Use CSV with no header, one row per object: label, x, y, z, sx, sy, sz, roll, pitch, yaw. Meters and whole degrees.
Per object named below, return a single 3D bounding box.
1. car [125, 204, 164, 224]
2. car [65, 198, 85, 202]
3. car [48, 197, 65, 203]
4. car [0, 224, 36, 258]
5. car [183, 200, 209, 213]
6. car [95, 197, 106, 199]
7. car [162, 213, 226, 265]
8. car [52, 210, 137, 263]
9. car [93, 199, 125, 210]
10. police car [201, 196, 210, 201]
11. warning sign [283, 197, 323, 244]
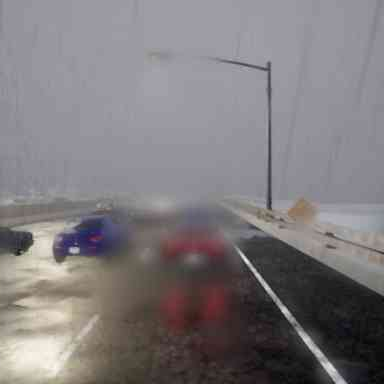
car,-3.262,1.611,25.184,2.033,1.411,5.357,0,0,2
car,-19.977,1.780,58.426,1.895,1.301,4.718,0,0,3
car,-23.472,1.659,58.561,1.882,1.535,5.008,0,0,3
car,-6.934,1.571,10.248,2.033,1.411,5.357,0,0,1
car,0.305,1.635,27.531,1.994,1.385,4.181,0,0,2
car,-16.450,1.673,59.135,2.128,1.511,4.902,0,0,3
car,0.094,1.628,11.747,1.895,1.301,4.718,0,0,1
car,-3.401,1.554,11.967,1.812,1.442,4.674,0,-1,0
car,-6.701,1.562,27.371,2.128,1.511,4.902,0,0,1
police car,2.888,1.657,73.525,1.930,1.638,5.238,0,0,3
warning sign,4.607,1.147,13.885,1.300,1.860,1.060,-1,-1,1
